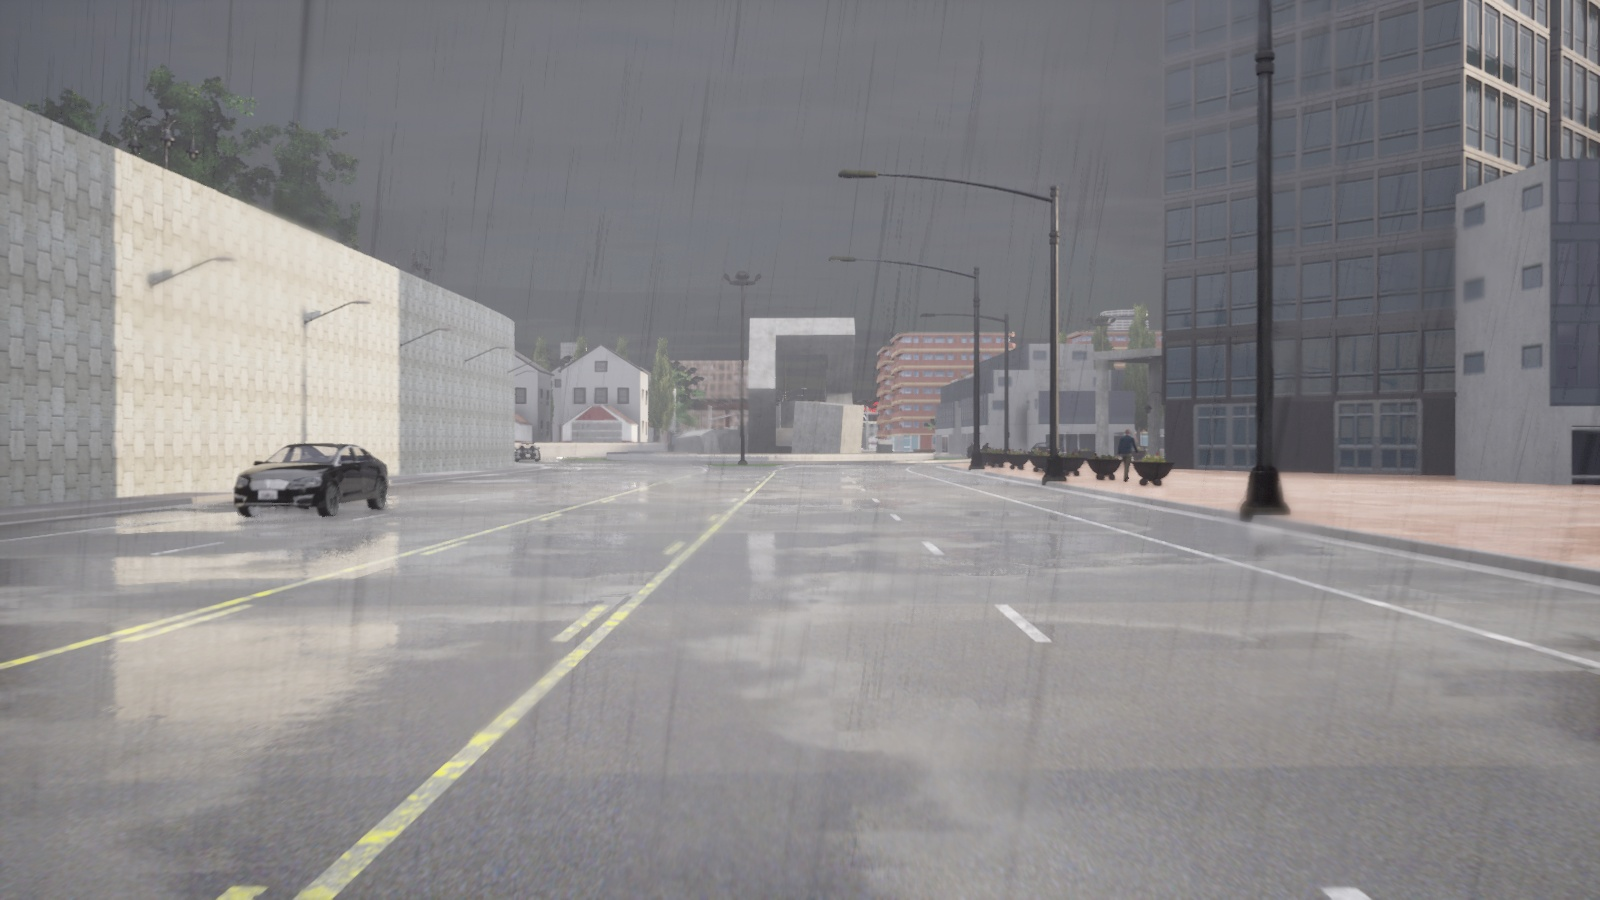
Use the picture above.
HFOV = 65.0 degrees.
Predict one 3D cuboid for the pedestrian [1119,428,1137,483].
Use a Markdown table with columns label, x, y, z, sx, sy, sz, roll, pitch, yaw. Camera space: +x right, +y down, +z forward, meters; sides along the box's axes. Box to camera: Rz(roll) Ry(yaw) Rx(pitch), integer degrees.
| label | x | y | z | sx | sy | sz | roll | pitch | yaw |
| --- | --- | --- | --- | --- | --- | --- | --- | --- | --- |
| pedestrian | 11.113 | 0.179 | 42.558 | 0.402 | 1.842 | 0.726 | 0 | 0 | 33 |

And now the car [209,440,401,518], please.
| label | x | y | z | sx | sy | sz | roll | pitch | yaw |
| --- | --- | --- | --- | --- | --- | --- | --- | --- | --- |
| car | -10.333 | 0.544 | 26.699 | 2.128 | 1.511 | 4.902 | 0 | 0 | 0 |
